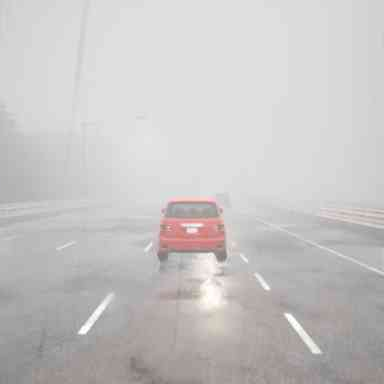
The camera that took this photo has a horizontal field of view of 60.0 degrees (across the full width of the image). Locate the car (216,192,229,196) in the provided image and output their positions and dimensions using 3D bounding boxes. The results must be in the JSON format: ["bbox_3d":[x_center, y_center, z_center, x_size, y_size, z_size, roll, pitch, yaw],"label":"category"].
[{"bbox_3d":[3.780,1.073,43.420,2.150,2.045,5.566,0,0,1],"label":"car"}]

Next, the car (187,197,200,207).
[{"bbox_3d":[0.227,1.429,47.974,1.895,1.301,4.718,0,0,1],"label":"car"}]

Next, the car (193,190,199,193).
[{"bbox_3d":[0.729,0.912,84.413,1.812,1.442,4.674,0,1,1],"label":"car"}]

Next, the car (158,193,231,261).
[{"bbox_3d":[0.011,1.206,12.371,2.150,2.045,5.566,0,0,0],"label":"car"}]
